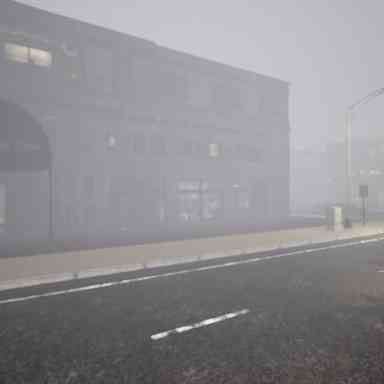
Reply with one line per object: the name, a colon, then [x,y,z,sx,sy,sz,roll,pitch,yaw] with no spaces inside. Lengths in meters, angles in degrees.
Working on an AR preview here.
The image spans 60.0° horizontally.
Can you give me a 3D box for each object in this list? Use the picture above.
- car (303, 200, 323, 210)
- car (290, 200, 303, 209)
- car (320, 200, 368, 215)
car: [18.781,1.839,47.722,2.008,1.369,4.403,-1,0,-35]
car: [15.572,1.934,52.232,1.802,1.307,4.206,-1,0,-35]
car: [16.692,1.837,35.995,1.947,1.339,4.313,-1,0,-35]
